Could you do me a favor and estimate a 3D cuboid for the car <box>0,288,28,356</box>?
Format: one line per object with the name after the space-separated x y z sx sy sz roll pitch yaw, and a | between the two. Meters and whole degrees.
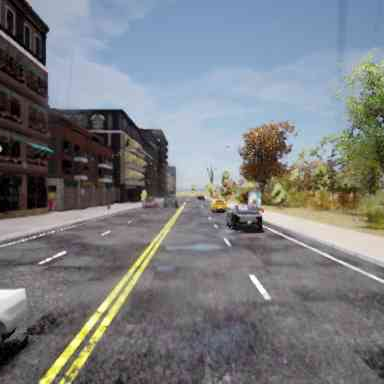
-3.349 1.613 2.661 1.895 1.301 4.718 0 0 0 | car

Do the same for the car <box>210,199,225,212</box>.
3.359 1.655 41.823 1.882 1.535 5.008 0 0 0 | car

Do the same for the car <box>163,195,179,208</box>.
-3.300 1.443 52.357 2.150 2.045 5.566 0 0 0 | car

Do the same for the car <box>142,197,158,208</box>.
-6.546 1.577 52.565 2.097 1.767 4.553 0 0 0 | car

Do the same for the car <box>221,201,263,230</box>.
3.356 1.583 21.774 2.128 1.511 4.902 0 0 0 | car
